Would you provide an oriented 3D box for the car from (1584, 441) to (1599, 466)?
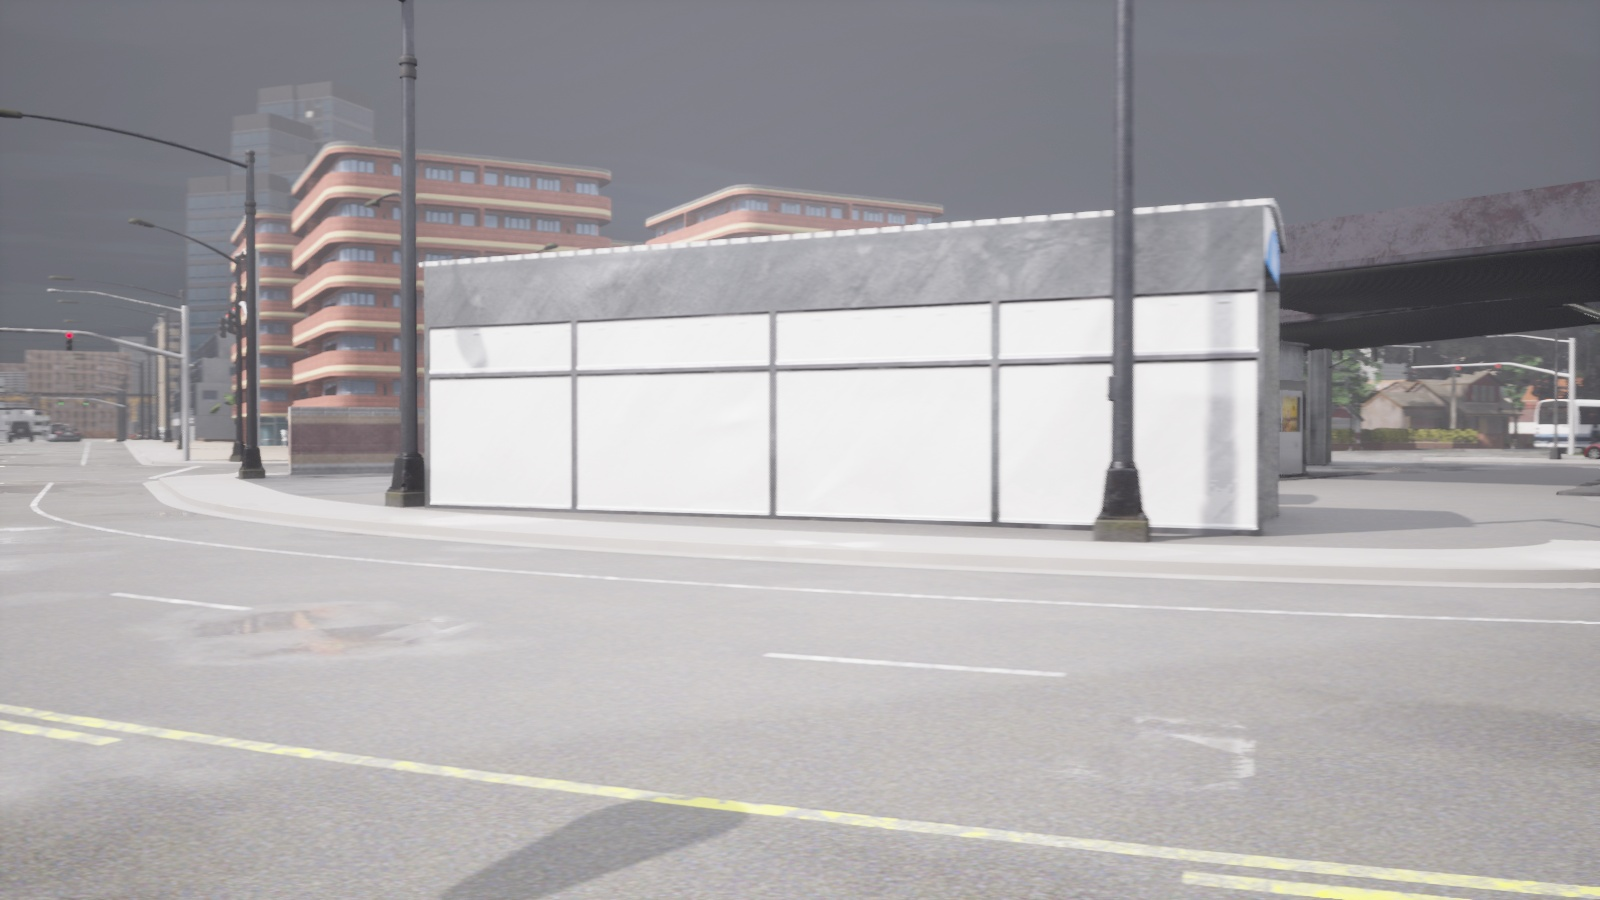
[{"bbox_3d":[47.916,0.219,72.650,1.970,1.475,3.806,0,1,-29],"label":"car"}]
